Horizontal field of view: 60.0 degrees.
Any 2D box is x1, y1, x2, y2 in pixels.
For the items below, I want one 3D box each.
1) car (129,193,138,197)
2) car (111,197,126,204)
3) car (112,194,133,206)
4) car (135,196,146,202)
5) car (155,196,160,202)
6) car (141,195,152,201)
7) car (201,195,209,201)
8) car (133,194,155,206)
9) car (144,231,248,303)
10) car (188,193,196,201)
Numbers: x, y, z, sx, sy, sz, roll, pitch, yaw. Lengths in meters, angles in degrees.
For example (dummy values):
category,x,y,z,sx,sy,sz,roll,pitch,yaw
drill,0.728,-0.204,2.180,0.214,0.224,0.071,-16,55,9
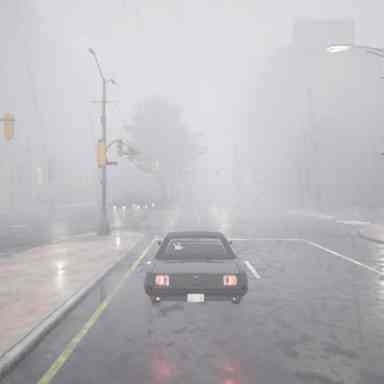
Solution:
category,x,y,z,sx,sy,sz,roll,pitch,yaw
car,-11.537,1.228,64.518,2.150,2.045,5.566,0,0,1
car,-14.749,1.602,66.812,1.895,1.301,4.718,0,0,0
car,-11.588,1.531,55.106,1.812,1.442,4.674,0,0,0
car,-11.500,1.560,74.402,1.994,1.385,4.181,0,0,0
car,-8.029,1.571,65.741,1.994,1.385,4.181,0,0,1
car,-11.500,1.534,84.636,2.128,1.511,4.902,0,0,0
car,3.500,1.604,86.977,1.895,1.301,4.718,0,0,0
car,-8.088,1.553,56.505,2.033,1.411,5.357,0,0,0
car,0.075,1.602,8.159,1.895,1.301,4.718,0,0,0
car,0.000,1.549,85.799,2.033,1.411,5.357,0,0,0
